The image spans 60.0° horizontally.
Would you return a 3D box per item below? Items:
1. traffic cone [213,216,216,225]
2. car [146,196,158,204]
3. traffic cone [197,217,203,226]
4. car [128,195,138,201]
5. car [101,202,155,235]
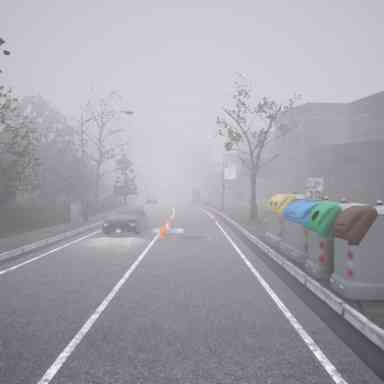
[{"bbox_3d":[1.493,1.913,22.085,0.340,0.580,0.340,0,0,6],"label":"traffic cone"},{"bbox_3d":[-7.452,1.434,61.286,1.882,1.535,5.008,-1,0,-13],"label":"car"},{"bbox_3d":[0.527,1.913,21.955,0.340,0.580,0.340,0,0,0],"label":"traffic cone"},{"bbox_3d":[-15.172,1.575,84.959,1.837,1.490,4.892,-2,0,-23],"label":"car"},{"bbox_3d":[-3.588,1.511,18.905,2.033,1.411,5.357,0,0,0],"label":"car"}]
